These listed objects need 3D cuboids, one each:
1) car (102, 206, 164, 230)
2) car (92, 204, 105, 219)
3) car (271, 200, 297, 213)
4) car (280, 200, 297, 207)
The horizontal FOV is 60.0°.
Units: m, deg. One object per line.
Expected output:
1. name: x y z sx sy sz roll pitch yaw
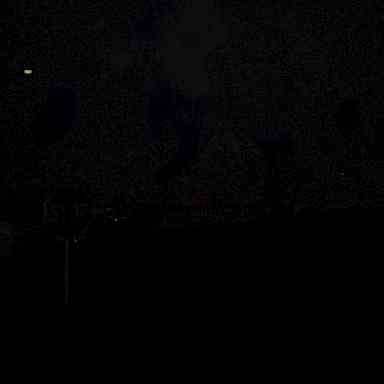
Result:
1. car: -3.895 1.843 23.734 1.994 1.385 4.181 1 0 36
2. car: -8.744 1.794 28.974 1.812 1.442 4.674 1 1 36
3. car: 12.901 2.094 47.157 1.882 1.535 5.008 1 0 36
4. car: 20.115 2.389 69.234 1.895 1.301 4.718 1 0 36
